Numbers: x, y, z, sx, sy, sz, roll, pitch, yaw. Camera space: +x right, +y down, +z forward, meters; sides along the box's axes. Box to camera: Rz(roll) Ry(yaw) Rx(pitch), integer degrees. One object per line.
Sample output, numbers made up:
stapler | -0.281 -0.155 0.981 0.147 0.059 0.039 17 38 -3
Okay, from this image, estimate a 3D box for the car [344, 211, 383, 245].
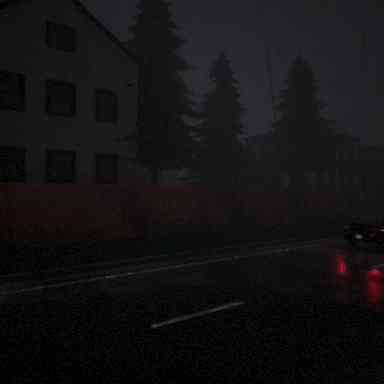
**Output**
car | 8.267 1.530 14.044 4.674 1.442 1.812 0 0 -35
